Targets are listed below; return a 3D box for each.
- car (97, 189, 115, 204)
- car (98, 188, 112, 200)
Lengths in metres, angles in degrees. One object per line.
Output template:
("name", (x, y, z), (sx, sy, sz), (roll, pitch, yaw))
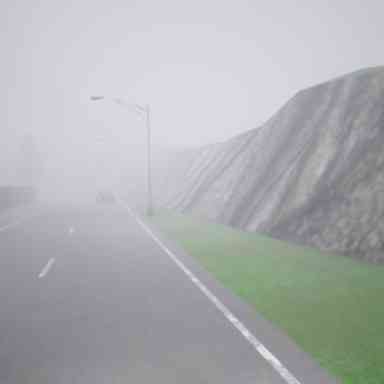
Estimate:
("car", (-9.701, 0.594, 37.348), (1.895, 1.301, 4.718), (-2, 2, -15))
("car", (-12.433, 0.251, 47.219), (1.812, 1.442, 4.674), (-2, 2, -16))
